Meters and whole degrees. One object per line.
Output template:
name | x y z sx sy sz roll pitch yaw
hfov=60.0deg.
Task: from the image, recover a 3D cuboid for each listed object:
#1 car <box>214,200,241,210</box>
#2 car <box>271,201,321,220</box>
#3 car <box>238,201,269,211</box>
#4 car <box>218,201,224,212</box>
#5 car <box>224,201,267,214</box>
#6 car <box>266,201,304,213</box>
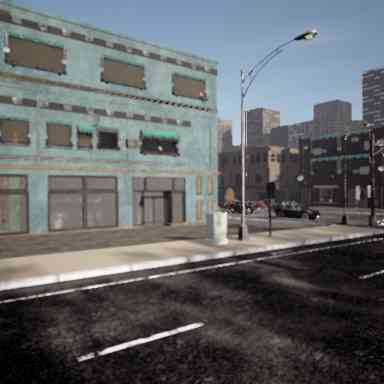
car | 5.511 1.999 51.839 1.802 1.307 4.206 -1 0 -35
car | 9.834 1.839 31.092 1.947 1.339 4.313 -1 0 -35
car | 8.718 1.937 47.329 1.802 1.307 4.206 -1 0 -35
car | 1.887 1.871 42.470 1.967 1.590 4.097 -1 0 -35
car | 6.506 1.862 40.465 1.837 1.490 4.892 -1 0 -35
car | 11.926 1.843 42.818 2.008 1.369 4.403 -1 0 -35
